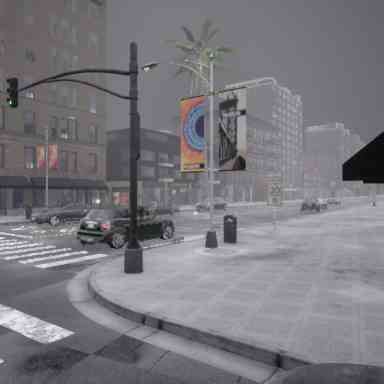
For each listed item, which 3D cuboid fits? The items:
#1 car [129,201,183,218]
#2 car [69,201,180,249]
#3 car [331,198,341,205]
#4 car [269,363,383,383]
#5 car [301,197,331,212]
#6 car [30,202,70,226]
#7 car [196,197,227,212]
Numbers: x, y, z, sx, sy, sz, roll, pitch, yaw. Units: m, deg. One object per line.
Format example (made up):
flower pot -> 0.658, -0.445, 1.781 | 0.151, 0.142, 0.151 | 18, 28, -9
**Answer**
car -> -3.286, 1.580, 31.536 | 2.033, 1.411, 5.357 | 0, 0, 35
car -> -2.790, 1.375, 14.956 | 2.097, 1.767, 4.553 | 0, 0, 35
car -> 26.381, 1.711, 62.054 | 1.994, 1.385, 4.181 | 0, 0, 35
car -> 2.218, 1.551, 1.268 | 4.403, 1.369, 2.008 | 0, 0, 35
car -> 14.712, 1.434, 39.826 | 2.097, 1.767, 4.553 | 0, 0, 35
car -> -8.905, 1.520, 23.555 | 1.837, 1.490, 4.892 | 0, 0, 35
car -> 2.361, 1.404, 39.546 | 2.097, 1.767, 4.553 | 0, 0, 35
